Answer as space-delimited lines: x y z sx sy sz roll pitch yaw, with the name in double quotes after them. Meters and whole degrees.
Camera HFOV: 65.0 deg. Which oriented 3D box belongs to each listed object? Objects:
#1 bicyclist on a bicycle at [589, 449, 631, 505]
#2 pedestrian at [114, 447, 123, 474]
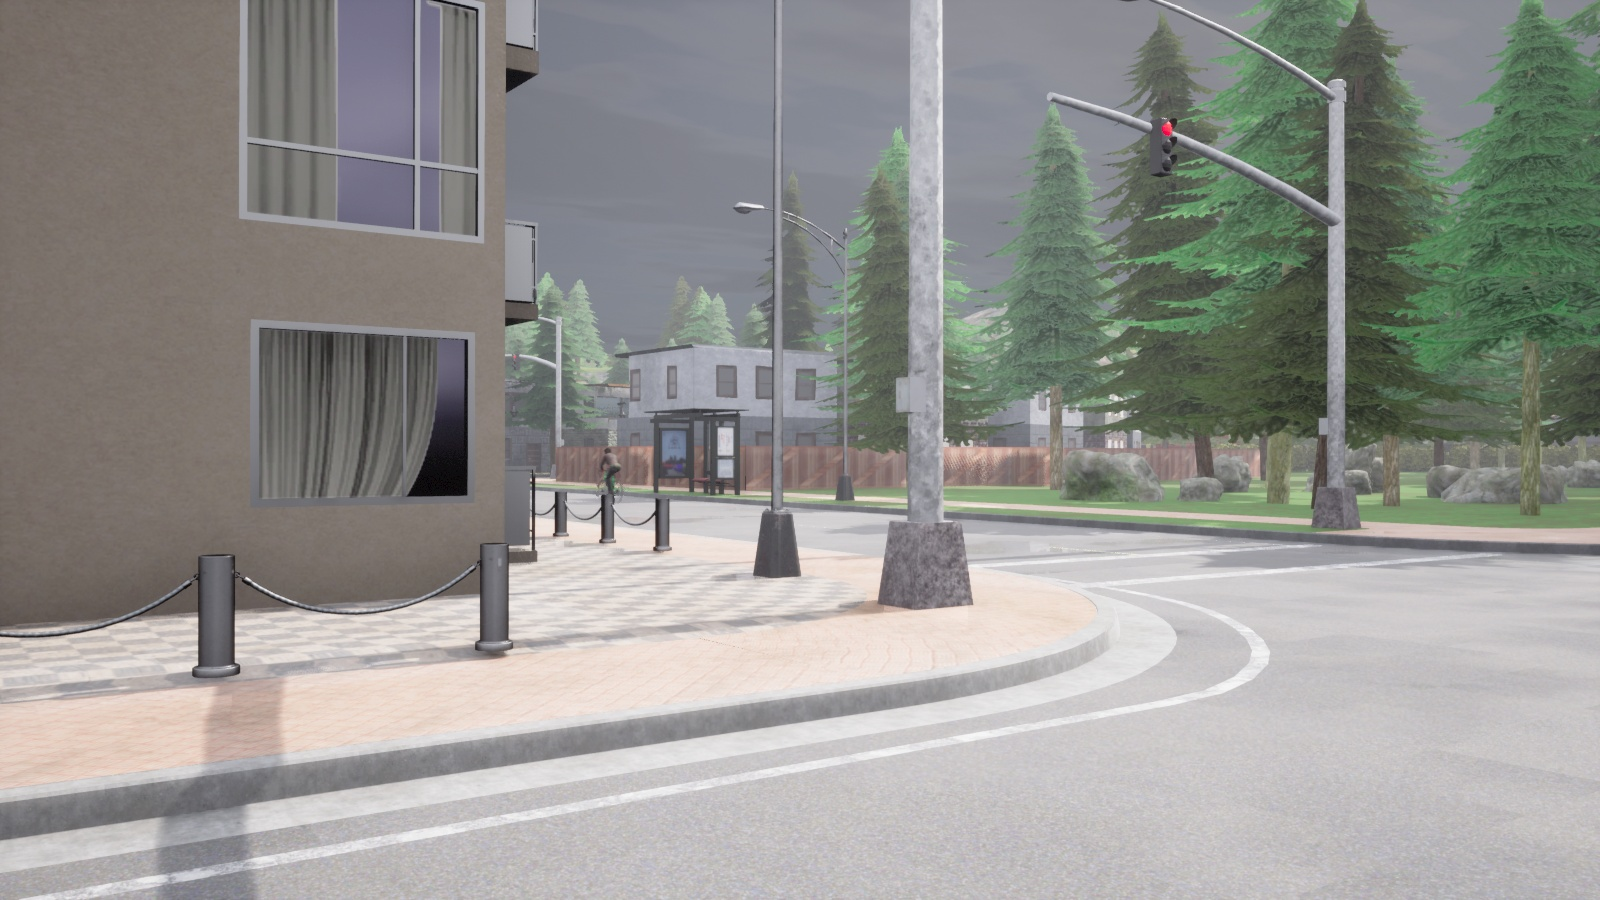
-5.615 0.785 37.044 0.582 1.620 1.656 0 0 -34 "bicyclist on a bicycle"
-45.805 0.694 84.431 0.431 1.840 0.703 0 0 -37 "pedestrian"
